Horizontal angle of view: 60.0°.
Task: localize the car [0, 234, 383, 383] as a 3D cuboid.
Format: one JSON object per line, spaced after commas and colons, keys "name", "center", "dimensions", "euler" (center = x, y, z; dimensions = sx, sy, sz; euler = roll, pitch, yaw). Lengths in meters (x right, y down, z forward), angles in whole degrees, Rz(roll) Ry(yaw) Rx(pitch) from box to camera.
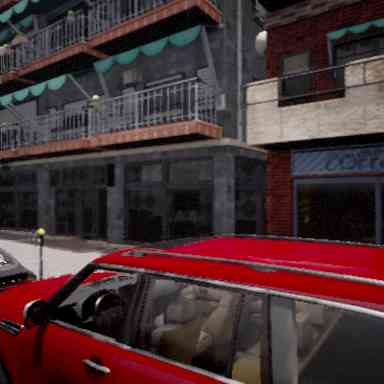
{"name": "car", "center": [0.015, 1.321, 2.868], "dimensions": [5.009, 1.841, 2.192], "euler": [0, 0, 35]}
